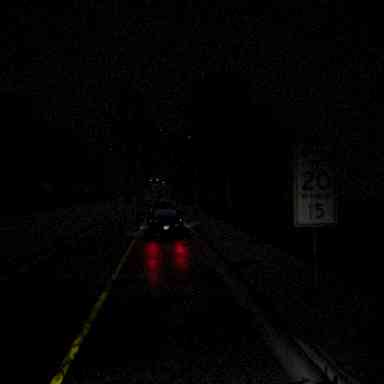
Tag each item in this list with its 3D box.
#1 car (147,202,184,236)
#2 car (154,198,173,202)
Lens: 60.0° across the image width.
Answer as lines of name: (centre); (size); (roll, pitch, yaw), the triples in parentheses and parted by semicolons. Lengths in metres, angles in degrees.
car: (-1.449, 1.497, 18.122); (1.812, 1.442, 4.674); (-1, 0, -5)
car: (-3.185, 1.440, 37.060); (1.882, 1.535, 5.008); (-1, 0, -5)
